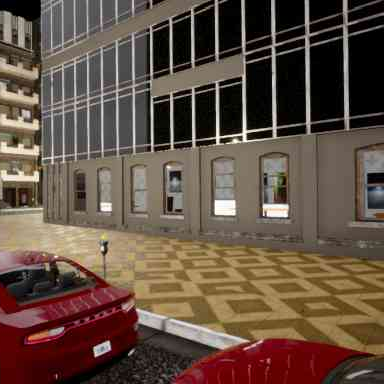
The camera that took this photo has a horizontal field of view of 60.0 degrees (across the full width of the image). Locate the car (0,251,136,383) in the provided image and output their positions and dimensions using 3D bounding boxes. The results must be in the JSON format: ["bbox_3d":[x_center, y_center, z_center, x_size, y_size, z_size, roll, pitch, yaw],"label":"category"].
[{"bbox_3d":[-2.774,1.546,4.869,4.507,1.381,1.887,0,-1,36],"label":"car"}]

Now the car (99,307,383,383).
[{"bbox_3d":[1.796,1.545,1.603,4.507,1.381,1.887,0,-1,36],"label":"car"}]
